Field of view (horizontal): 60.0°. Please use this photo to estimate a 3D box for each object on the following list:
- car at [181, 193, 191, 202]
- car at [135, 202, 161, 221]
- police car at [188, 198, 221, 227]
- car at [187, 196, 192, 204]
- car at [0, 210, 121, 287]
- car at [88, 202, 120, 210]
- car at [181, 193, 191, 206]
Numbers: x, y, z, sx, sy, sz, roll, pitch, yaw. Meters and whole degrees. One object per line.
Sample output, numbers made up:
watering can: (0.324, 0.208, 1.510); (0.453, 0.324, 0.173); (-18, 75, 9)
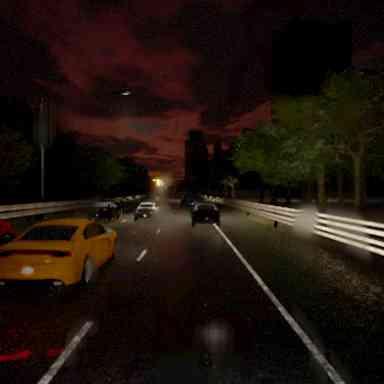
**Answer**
car: (-1.303, 1.154, 74.237); (2.150, 2.045, 5.566); (0, 0, -2)
car: (-3.609, 1.581, 27.619); (1.812, 1.442, 4.674); (0, 0, -1)
police car: (0.901, 1.472, 23.500); (1.930, 1.638, 5.238); (0, 0, -1)
car: (0.656, 1.547, 39.460); (1.882, 1.535, 5.008); (0, 0, -1)
car: (-3.436, 1.498, 9.410); (1.882, 1.535, 5.008); (0, 0, 0)
car: (-7.105, 1.547, 27.268); (2.128, 1.511, 4.902); (0, 0, -1)
car: (-0.768, 1.432, 56.809); (2.097, 1.767, 4.553); (0, 0, -2)
